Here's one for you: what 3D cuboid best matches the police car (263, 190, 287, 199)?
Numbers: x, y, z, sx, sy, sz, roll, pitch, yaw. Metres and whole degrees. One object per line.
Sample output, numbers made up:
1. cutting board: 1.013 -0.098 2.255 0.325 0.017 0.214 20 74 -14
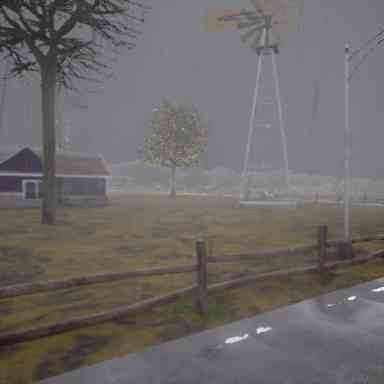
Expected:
1. police car: 15.409 0.452 62.028 2.038 1.542 4.974 0 2 -36
